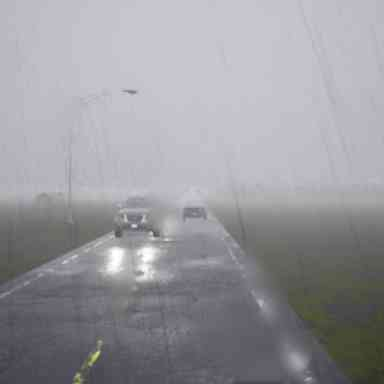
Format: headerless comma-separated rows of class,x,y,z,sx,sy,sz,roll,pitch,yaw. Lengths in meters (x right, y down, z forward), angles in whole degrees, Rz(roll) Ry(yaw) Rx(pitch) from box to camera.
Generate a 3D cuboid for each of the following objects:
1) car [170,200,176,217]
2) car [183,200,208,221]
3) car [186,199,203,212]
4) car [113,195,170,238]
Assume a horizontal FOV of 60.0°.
car,-2.534,1.474,30.944,2.128,1.511,4.902,0,0,1
car,0.249,1.469,27.311,1.882,1.535,5.008,0,0,1
car,0.323,1.574,39.813,1.895,1.301,4.718,0,0,1
car,-2.624,1.200,18.022,2.150,2.045,5.566,0,0,0
